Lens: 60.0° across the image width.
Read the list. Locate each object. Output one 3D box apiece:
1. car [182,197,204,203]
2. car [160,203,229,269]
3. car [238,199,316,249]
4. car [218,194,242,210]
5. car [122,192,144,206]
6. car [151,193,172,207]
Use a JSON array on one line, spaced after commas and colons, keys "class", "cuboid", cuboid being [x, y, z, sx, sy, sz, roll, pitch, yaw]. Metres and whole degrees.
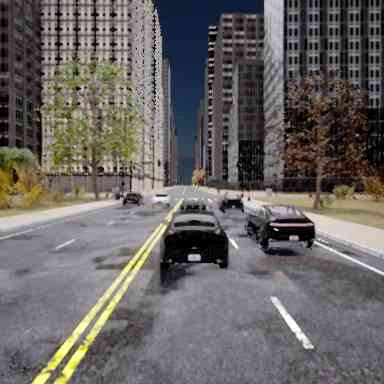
[{"class": "car", "cuboid": [0.086, 1.073, 27.382, 1.895, 1.301, 4.718, 0, 1, 0]}, {"class": "car", "cuboid": [0.072, 1.303, 10.445, 1.837, 1.490, 4.892, 0, 1, 0]}, {"class": "car", "cuboid": [3.334, 1.238, 13.263, 2.128, 1.511, 4.902, 0, 1, 0]}, {"class": "car", "cuboid": [3.339, 0.934, 28.846, 2.128, 1.511, 4.902, 0, 1, 0]}, {"class": "car", "cuboid": [-6.579, 0.777, 37.462, 1.837, 1.490, 4.892, 0, 1, 0]}, {"class": "car", "cuboid": [-3.333, 0.815, 36.613, 1.812, 1.442, 4.674, 0, 1, 0]}]
